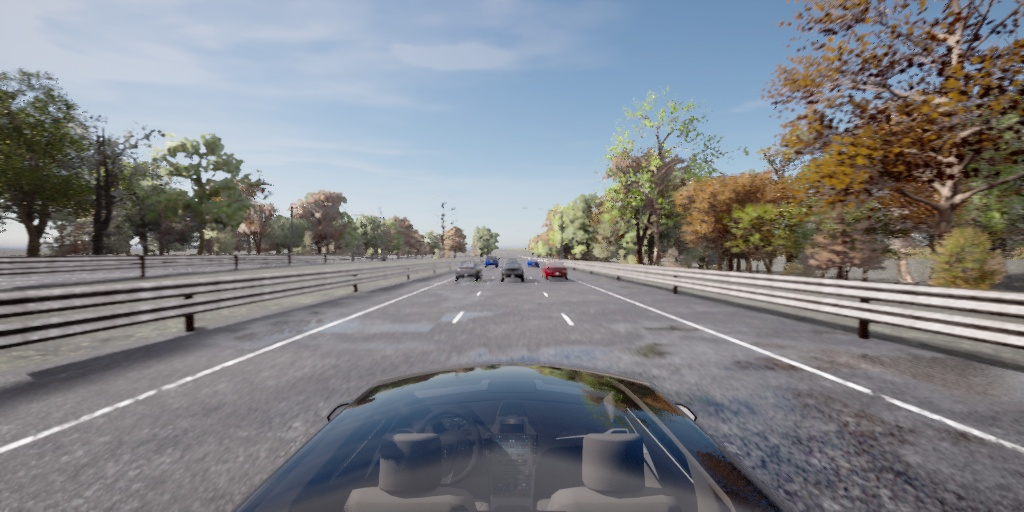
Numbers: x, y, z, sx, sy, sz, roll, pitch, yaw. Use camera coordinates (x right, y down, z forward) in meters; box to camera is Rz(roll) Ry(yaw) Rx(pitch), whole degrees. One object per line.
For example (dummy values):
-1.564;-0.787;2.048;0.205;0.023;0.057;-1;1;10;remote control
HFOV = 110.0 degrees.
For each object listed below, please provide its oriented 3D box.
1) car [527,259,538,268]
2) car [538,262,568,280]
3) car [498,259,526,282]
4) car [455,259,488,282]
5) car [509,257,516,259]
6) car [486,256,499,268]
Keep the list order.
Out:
3.585;1.226;62.629;1.882;1.535;5.008;0;0;0;car
3.571;1.227;30.746;1.882;1.535;5.008;0;0;0;car
0.064;1.256;29.376;1.837;1.490;4.892;0;1;0;car
-3.437;1.242;29.390;2.128;1.511;4.902;0;0;0;car
0.084;1.099;62.101;2.097;1.767;4.553;0;0;0;car
-3.420;0.972;62.047;2.150;2.045;5.566;0;0;0;car
